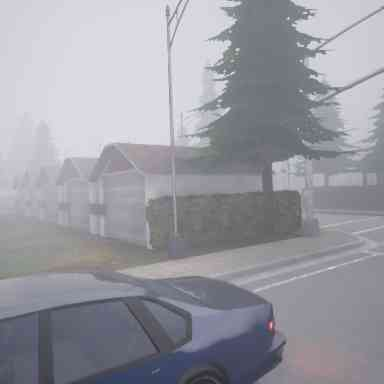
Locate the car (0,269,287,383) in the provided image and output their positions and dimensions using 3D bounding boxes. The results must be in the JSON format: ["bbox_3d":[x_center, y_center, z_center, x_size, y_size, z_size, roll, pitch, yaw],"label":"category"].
[{"bbox_3d":[-1.539,1.532,2.868,5.357,1.411,2.033,-2,1,-34],"label":"car"}]
